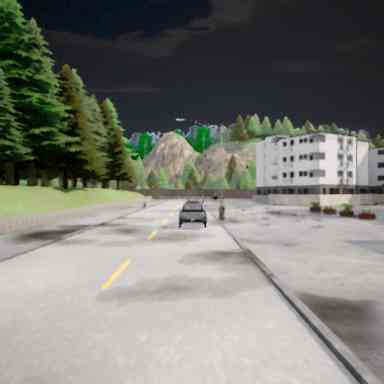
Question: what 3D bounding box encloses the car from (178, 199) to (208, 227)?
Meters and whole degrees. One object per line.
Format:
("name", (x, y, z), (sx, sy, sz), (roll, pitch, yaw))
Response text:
("car", (0.061, 1.498, 22.746), (2.128, 1.511, 4.902), (0, 0, 0))
